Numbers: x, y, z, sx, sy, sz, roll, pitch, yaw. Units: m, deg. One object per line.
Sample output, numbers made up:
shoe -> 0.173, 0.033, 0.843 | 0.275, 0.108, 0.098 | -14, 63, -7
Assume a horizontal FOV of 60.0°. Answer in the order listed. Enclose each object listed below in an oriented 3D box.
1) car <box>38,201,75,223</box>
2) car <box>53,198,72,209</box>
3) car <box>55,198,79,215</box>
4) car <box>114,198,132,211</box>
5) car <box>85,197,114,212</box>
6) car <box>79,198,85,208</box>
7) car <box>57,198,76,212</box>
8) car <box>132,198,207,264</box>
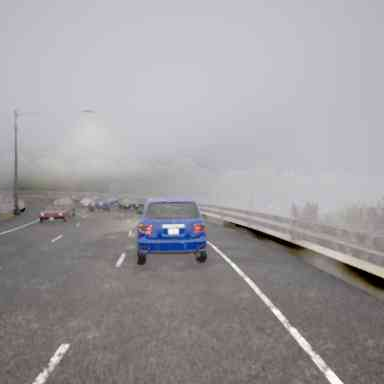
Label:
car -> -10.562, 1.638, 25.954 | 1.895, 1.301, 4.718 | 0, 0, -14
car -> -18.550, 1.627, 47.447 | 1.994, 1.385, 4.181 | 0, 0, -28
car -> -12.076, 1.545, 31.759 | 1.837, 1.490, 4.892 | 0, 0, -18
car -> -7.747, 1.605, 40.392 | 1.895, 1.301, 4.718 | 0, 0, -23
car -> -10.938, 1.377, 38.968 | 2.097, 1.767, 4.553 | 0, 0, -23
car -> -15.477, 1.568, 49.113 | 1.812, 1.442, 4.674 | 0, 0, -28
car -> -15.355, 1.528, 40.591 | 1.882, 1.535, 5.008 | 0, 0, -23
car -> -0.841, 1.214, 12.083 | 2.150, 2.045, 5.566 | 0, 0, -7
